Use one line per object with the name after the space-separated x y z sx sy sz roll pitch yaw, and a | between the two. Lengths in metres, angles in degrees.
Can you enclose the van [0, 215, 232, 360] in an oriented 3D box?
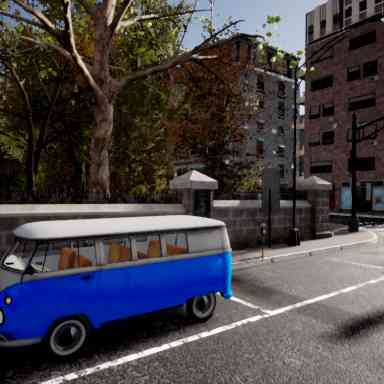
-1.154 1.342 5.677 3.998 1.788 1.690 0 1 -36 | van
